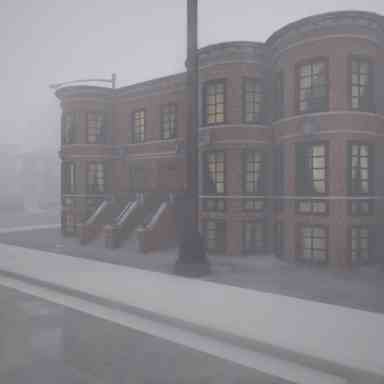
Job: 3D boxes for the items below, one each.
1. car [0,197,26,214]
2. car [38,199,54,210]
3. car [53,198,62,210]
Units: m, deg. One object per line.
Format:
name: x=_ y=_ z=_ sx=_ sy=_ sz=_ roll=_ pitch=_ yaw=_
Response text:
car: x=-19.473 y=1.352 z=33.762 sx=2.097 sy=1.767 sz=4.553 roll=0 pitch=0 yaw=35
car: x=-17.260 y=1.478 z=42.899 sx=1.882 sy=1.535 sz=5.008 roll=0 pitch=0 yaw=35
car: x=-14.194 y=1.601 z=41.171 sx=1.895 sy=1.301 sz=4.718 roll=0 pitch=0 yaw=36
